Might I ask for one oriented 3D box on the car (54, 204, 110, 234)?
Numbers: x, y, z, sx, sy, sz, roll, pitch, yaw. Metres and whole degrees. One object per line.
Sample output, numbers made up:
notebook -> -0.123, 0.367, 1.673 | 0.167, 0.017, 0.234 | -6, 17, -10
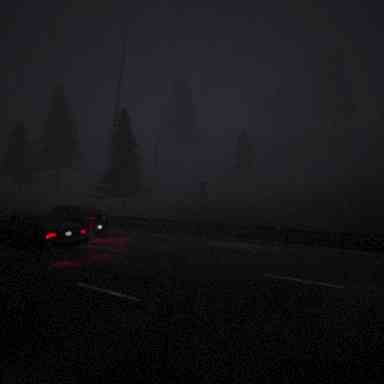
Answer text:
car -> -6.320, 1.376, 17.092 | 4.892, 1.490, 1.837 | 0, 0, 35

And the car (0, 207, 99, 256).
car -> -6.226, 1.441, 12.727 | 5.357, 1.411, 2.033 | 1, 0, 35
